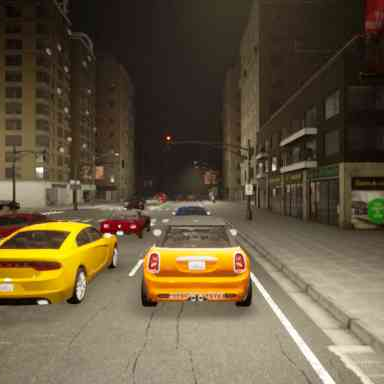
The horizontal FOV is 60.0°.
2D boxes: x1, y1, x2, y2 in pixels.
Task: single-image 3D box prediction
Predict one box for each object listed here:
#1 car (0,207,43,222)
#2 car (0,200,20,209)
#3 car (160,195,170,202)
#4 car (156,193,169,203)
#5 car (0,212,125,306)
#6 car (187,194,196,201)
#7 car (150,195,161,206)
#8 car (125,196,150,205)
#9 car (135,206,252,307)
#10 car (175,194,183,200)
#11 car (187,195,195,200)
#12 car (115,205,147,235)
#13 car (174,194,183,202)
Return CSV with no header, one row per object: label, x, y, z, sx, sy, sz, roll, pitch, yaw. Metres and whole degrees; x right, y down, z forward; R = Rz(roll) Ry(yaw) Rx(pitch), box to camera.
car,-6.630,1.524,12.703,1.812,1.442,4.674,0,0,0
car,-22.233,1.589,38.484,4.313,1.339,1.947,0,0,0
car,-6.681,1.548,82.146,2.128,1.511,4.902,0,0,0
car,-6.651,1.240,68.927,2.150,2.045,5.566,0,0,0
car,-3.167,1.477,8.148,1.882,1.535,5.008,0,0,0
car,-0.177,1.382,80.740,2.097,1.767,4.553,0,0,0
car,-6.711,1.611,54.738,1.895,1.301,4.718,0,0,0
car,-6.688,1.354,40.125,2.097,1.767,4.553,0,0,0
car,0.082,1.351,8.140,2.097,1.767,4.553,0,0,0
car,-3.450,1.401,90.768,1.882,1.535,5.008,0,0,0
car,-0.200,1.463,90.776,2.033,1.411,5.357,0,0,0
car,-3.288,1.599,17.404,1.895,1.301,4.718,0,0,0
car,-3.426,1.526,80.347,1.837,1.490,4.892,0,0,0
